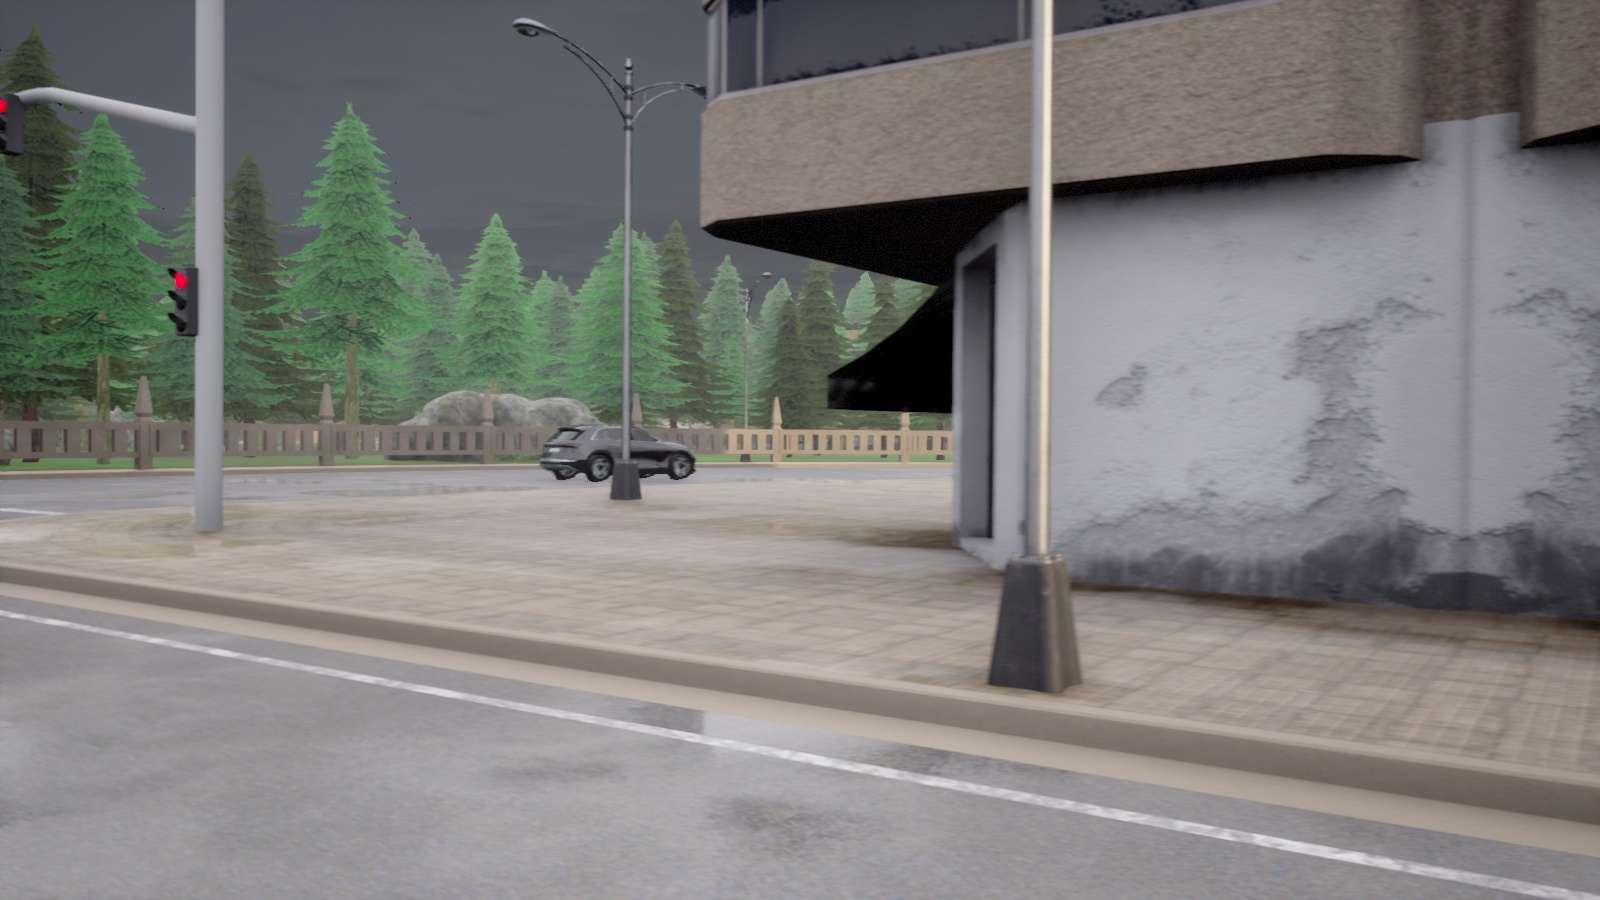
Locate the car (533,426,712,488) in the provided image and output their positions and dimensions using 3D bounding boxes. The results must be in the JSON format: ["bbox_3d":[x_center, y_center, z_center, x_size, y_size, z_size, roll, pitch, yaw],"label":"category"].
[{"bbox_3d":[-5.079,0.156,36.439,4.856,1.649,2.033,-1,1,-45],"label":"car"}]
